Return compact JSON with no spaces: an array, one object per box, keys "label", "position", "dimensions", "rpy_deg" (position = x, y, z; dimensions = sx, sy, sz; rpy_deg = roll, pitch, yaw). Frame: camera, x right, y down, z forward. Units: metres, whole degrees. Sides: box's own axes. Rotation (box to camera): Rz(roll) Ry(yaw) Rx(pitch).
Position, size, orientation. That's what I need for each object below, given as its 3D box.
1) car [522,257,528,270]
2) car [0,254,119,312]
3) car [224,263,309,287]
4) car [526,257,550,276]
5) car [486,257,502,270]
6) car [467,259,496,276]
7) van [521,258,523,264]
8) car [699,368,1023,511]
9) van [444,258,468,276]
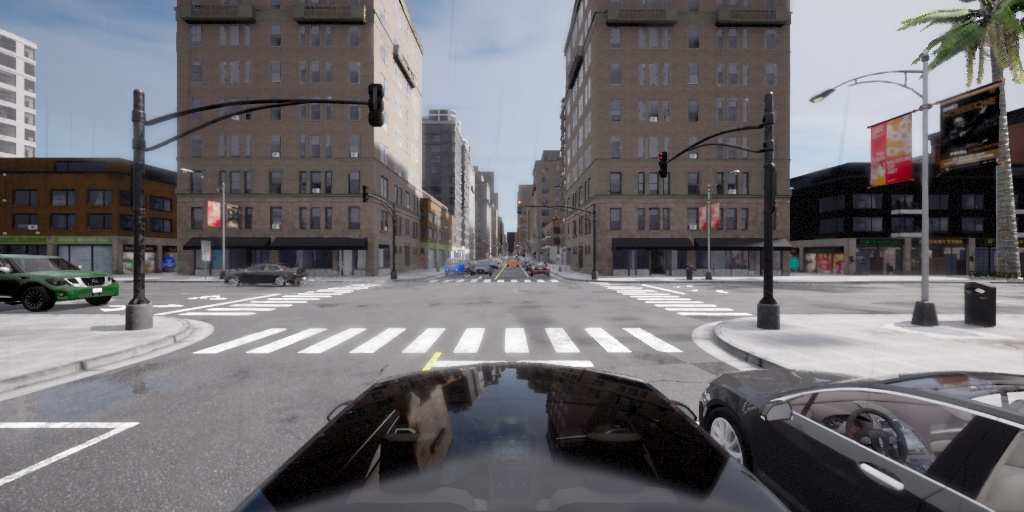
[{"label":"car","position":[2.768,1.193,47.781],"dimensions":[1.967,1.591,4.097],"rpy_deg":[0,0,0]},{"label":"car","position":[-18.522,0.949,13.607],"dimensions":[5.566,2.045,2.150],"rpy_deg":[0,0,0]},{"label":"car","position":[-16.048,1.222,23.530],"dimensions":[4.892,1.490,1.837],"rpy_deg":[0,1,0]},{"label":"car","position":[2.741,1.192,36.442],"dimensions":[1.967,1.591,4.097],"rpy_deg":[0,0,0]},{"label":"car","position":[-2.986,1.300,53.159],"dimensions":[2.033,1.411,5.357],"rpy_deg":[0,0,0]},{"label":"car","position":[-3.025,1.316,36.362],"dimensions":[1.994,1.385,4.181],"rpy_deg":[0,0,0]},{"label":"van","position":[2.795,1.094,59.119],"dimensions":[1.690,1.789,3.998],"rpy_deg":[0,0,0]},{"label":"car","position":[2.668,1.300,1.793],"dimensions":[2.007,1.370,4.403],"rpy_deg":[0,0,0]},{"label":"van","position":[-5.785,1.093,36.461],"dimensions":[1.690,1.789,3.998],"rpy_deg":[0,0,0]}]
